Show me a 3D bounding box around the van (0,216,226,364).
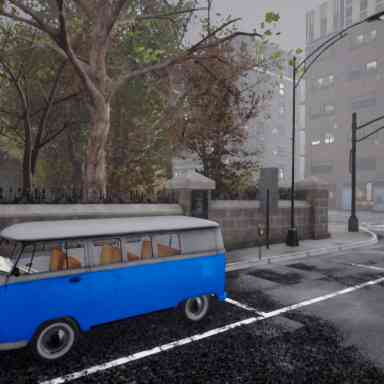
[{"bbox_3d":[-1.276,1.342,5.581,3.998,1.788,1.690,0,1,-35],"label":"van"}]
